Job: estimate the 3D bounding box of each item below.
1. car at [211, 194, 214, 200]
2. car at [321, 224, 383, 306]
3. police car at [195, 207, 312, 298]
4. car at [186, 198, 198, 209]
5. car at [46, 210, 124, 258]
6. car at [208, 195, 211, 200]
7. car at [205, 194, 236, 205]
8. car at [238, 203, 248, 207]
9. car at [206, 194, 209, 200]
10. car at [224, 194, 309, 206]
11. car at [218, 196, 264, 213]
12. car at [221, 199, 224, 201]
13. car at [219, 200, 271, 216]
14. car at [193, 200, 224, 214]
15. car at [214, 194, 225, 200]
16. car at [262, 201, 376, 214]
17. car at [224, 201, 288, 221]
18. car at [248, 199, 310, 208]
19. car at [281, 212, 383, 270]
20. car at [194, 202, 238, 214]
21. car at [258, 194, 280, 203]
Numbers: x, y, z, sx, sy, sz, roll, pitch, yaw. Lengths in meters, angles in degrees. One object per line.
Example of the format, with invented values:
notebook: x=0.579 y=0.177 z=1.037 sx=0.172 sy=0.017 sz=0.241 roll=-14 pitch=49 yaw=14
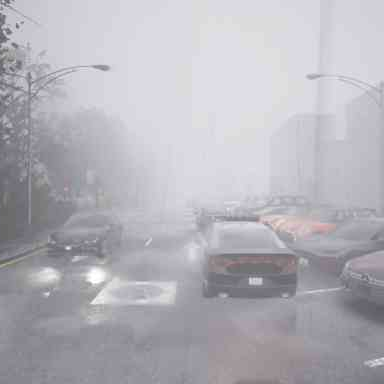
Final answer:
car: x=5.460 y=1.446 z=45.865 sx=4.553 sy=1.767 sz=2.185 roll=1 pitch=0 yaw=-20
car: x=5.310 y=1.527 z=6.828 sx=4.674 sy=1.452 sz=2.002 roll=1 pitch=0 yaw=-20
police car: x=1.166 y=1.427 z=8.660 sx=1.930 sy=1.638 sz=5.238 roll=0 pitch=0 yaw=0
car: x=0.075 y=1.579 z=46.156 sx=2.128 sy=1.511 sz=4.902 roll=0 pitch=0 yaw=0
car: x=-3.869 y=1.510 z=12.804 sx=1.837 sy=1.490 sz=4.892 roll=0 pitch=0 yaw=0
car: x=5.425 y=1.583 z=48.868 sx=5.008 sy=1.535 sz=2.097 roll=1 pitch=-1 yaw=-20
car: x=5.457 y=1.391 z=63.906 sx=5.566 sy=2.045 sz=2.435 roll=1 pitch=0 yaw=-20
car: x=5.334 y=1.538 z=18.838 sx=4.674 sy=1.452 sz=2.002 roll=1 pitch=0 yaw=-20
car: x=5.263 y=1.612 z=57.812 sx=5.366 sy=1.575 sz=1.946 roll=1 pitch=0 yaw=-20
car: x=5.337 y=1.251 z=21.816 sx=5.566 sy=2.045 sz=2.435 roll=1 pitch=0 yaw=-20
car: x=5.370 y=1.414 z=36.847 sx=4.553 sy=1.767 sz=2.185 roll=1 pitch=0 yaw=-20
car: x=5.184 y=1.503 z=24.774 sx=5.366 sy=1.575 sz=1.946 roll=1 pitch=0 yaw=-20
car: x=5.365 y=1.560 z=33.832 sx=4.792 sy=1.488 sz=2.163 roll=1 pitch=0 yaw=-20
car: x=1.202 y=1.548 z=24.550 sx=1.812 sy=1.442 sz=4.674 roll=0 pitch=0 yaw=0
car: x=5.357 y=1.270 z=30.833 sx=5.566 sy=2.045 sz=2.435 roll=1 pitch=0 yaw=-20
car: x=5.353 y=1.366 z=12.840 sx=4.553 sy=1.767 sz=2.185 roll=1 pitch=0 yaw=-20
car: x=5.340 y=1.544 z=27.831 sx=4.792 sy=1.488 sz=2.163 roll=1 pitch=0 yaw=-20
car: x=5.361 y=1.369 z=15.841 sx=4.553 sy=1.767 sz=2.185 roll=1 pitch=0 yaw=-20
car: x=5.285 y=1.517 z=9.820 sx=4.792 sy=1.488 sz=2.163 roll=1 pitch=0 yaw=-20
car: x=1.186 y=1.518 z=18.550 sx=1.837 sy=1.490 sz=4.892 roll=0 pitch=0 yaw=0
car: x=18.434 y=1.463 z=79.889 sx=2.435 sy=2.045 sz=5.566 roll=0 pitch=0 yaw=-21
